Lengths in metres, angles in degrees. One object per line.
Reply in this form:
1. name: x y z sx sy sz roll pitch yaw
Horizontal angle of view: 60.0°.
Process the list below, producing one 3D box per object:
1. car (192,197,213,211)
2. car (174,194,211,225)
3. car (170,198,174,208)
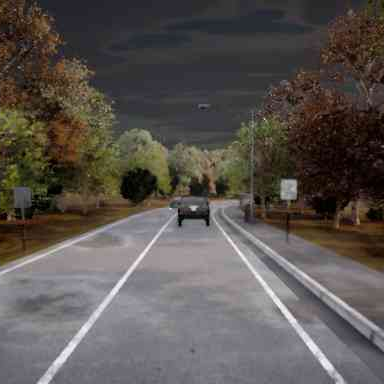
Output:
1. car: 1.396 1.465 42.394 2.128 1.511 4.902 1 0 7
2. car: 0.144 1.193 23.975 2.150 2.045 5.566 0 0 1
3. car: -1.795 1.436 45.988 1.837 1.490 4.892 1 0 9
